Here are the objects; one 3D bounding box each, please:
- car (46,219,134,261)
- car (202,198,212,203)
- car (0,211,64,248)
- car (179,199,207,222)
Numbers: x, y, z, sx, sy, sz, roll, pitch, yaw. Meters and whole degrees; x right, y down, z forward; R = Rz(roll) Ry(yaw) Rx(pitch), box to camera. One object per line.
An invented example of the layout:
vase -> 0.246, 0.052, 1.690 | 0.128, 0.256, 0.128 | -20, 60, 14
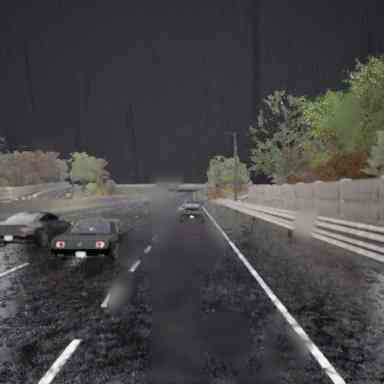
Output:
car -> -3.399, 1.642, 12.413 | 1.895, 1.301, 4.718 | 0, 0, 0
car -> 3.340, 2.104, 81.499 | 1.812, 1.442, 4.674 | 0, -1, 17
car -> -6.902, 1.576, 14.817 | 1.812, 1.442, 4.674 | 0, 0, 0
car -> -0.001, 1.609, 27.120 | 1.837, 1.490, 4.892 | 0, 0, 0
